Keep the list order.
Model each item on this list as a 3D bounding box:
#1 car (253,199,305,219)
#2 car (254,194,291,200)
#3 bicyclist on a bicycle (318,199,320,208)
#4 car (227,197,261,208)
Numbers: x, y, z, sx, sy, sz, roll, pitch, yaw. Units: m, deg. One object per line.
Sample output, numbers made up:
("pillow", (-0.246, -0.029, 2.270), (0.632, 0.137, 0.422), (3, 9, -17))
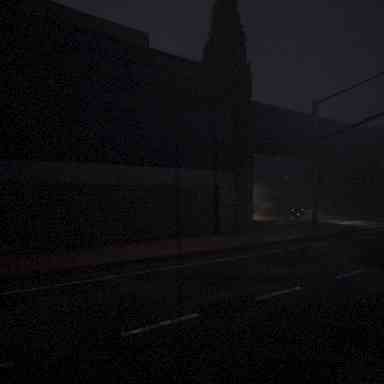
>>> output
("car", (7.626, 1.601, 29.720), (1.895, 1.301, 4.718), (0, 0, -37))
("car", (8.689, 1.221, 34.151), (2.150, 2.045, 5.566), (0, 0, -36))
("bicyclist on a bicycle", (16.217, 1.303, 43.256), (1.656, 1.620, 0.582), (0, 0, -37))
("car", (7.402, 1.477, 47.881), (1.882, 1.535, 5.008), (0, 0, -37))
